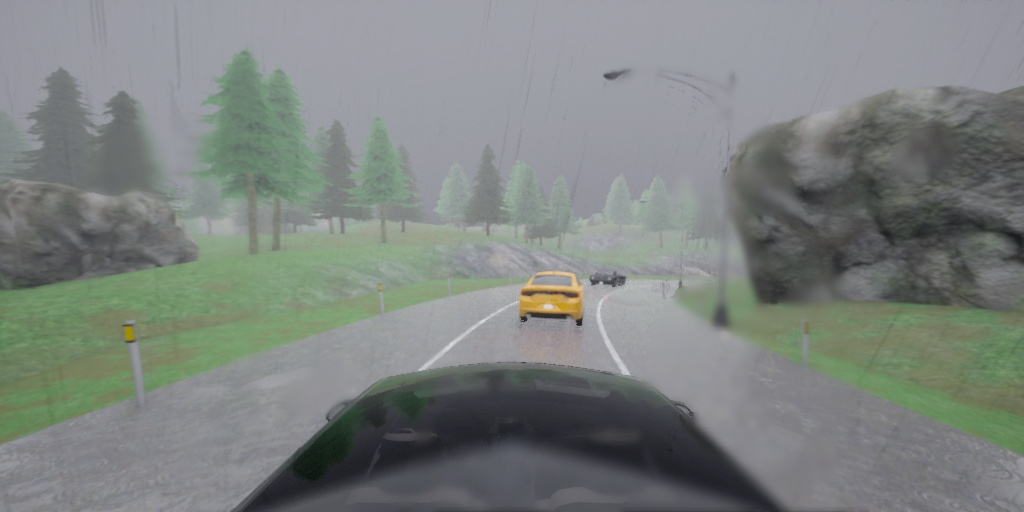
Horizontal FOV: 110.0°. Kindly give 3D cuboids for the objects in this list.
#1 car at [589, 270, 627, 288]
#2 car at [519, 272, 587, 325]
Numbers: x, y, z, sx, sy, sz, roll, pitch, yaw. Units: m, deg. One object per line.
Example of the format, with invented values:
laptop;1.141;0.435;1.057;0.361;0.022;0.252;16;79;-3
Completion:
car;7.769;1.788;28.630;1.895;1.301;4.718;3;-1;30
car;1.502;1.272;12.283;1.882;1.535;5.008;1;-1;12
